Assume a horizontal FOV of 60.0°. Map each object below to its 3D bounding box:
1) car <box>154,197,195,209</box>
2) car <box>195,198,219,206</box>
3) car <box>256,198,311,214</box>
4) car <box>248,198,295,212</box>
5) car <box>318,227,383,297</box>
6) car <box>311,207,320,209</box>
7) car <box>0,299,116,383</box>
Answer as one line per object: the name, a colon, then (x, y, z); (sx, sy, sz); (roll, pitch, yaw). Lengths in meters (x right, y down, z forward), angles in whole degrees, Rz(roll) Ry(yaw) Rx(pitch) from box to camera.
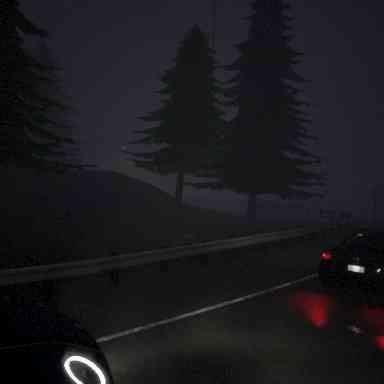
car: (-2.518, 1.464, 47.348); (4.892, 1.490, 1.837); (0, 0, 35)
car: (1.892, 1.562, 52.808); (4.718, 1.301, 1.895); (0, 0, 35)
car: (9.458, 1.605, 34.780); (4.718, 1.301, 1.895); (0, 0, 35)
car: (9.292, 1.493, 39.153); (4.902, 1.511, 2.128); (0, 0, 35)
car: (4.908, 1.564, 8.243); (4.181, 1.385, 1.994); (0, 0, -42)
car: (14.882, 1.601, 43.796); (4.718, 1.301, 1.895); (0, 0, 35)
car: (-2.773, 1.352, 2.049); (4.553, 1.767, 2.097); (0, 0, -35)
